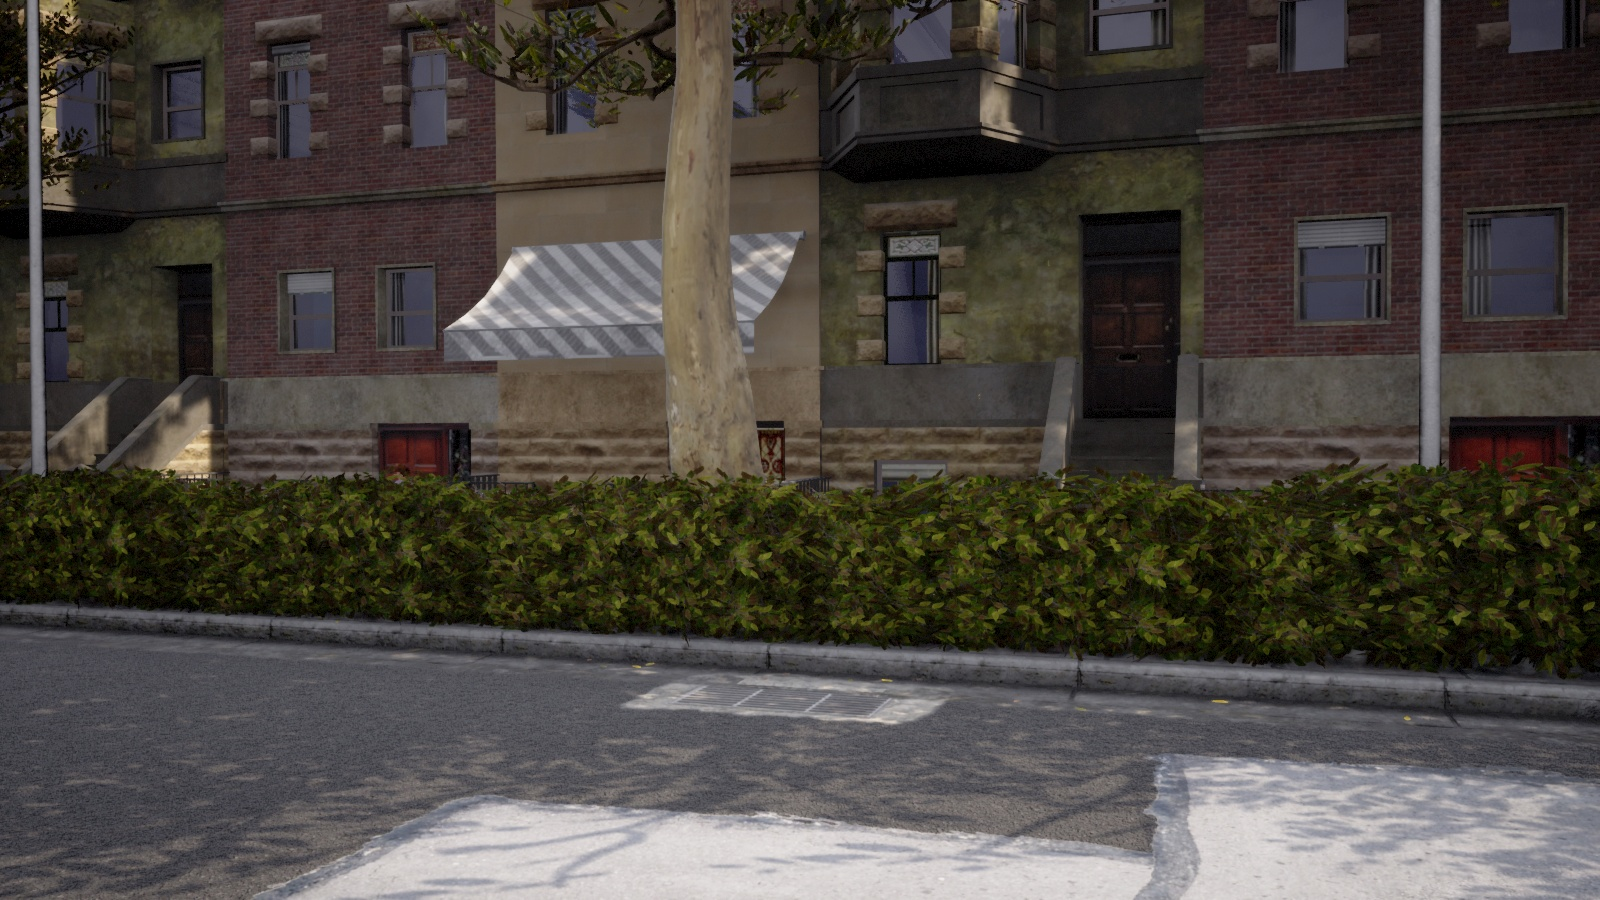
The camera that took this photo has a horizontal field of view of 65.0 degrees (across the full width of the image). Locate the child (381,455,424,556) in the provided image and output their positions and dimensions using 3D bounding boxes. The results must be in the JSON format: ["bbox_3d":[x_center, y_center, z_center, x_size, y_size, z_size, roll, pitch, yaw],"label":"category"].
[{"bbox_3d":[-4.487,0.619,14.177,0.394,1.110,0.255,1,1,21],"label":"child"}]
